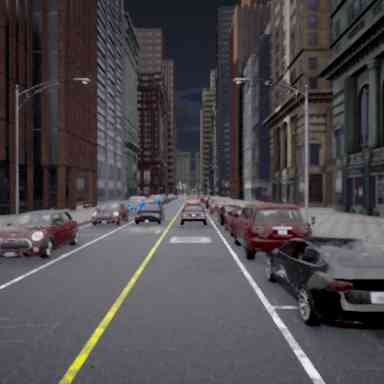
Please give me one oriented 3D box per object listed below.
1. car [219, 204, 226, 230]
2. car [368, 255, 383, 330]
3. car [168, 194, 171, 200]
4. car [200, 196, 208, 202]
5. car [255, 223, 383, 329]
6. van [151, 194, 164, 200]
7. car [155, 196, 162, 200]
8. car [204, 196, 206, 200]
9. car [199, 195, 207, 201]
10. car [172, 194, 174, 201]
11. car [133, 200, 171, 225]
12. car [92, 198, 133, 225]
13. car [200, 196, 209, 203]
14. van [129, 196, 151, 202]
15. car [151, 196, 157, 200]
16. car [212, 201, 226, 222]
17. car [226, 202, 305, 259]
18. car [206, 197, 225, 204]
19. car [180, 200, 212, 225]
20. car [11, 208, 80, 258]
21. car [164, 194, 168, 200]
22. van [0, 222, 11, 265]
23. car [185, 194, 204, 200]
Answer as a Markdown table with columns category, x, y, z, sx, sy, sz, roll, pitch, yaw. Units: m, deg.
| category | x | y | z | sx | sy | sz | roll | pitch | yaw |
| --- | --- | --- | --- | --- | --- | --- | --- | --- | --- |
| car | 2.768 | 1.557 | 18.174 | 1.887 | 1.381 | 4.507 | 0 | 0 | 0 |
| car | 2.760 | 1.441 | 1.264 | 1.967 | 1.590 | 4.097 | 0 | 0 | 0 |
| car | -5.738 | 1.369 | 63.262 | 2.192 | 1.841 | 5.009 | 0 | 0 | 0 |
| car | 2.795 | 1.656 | 80.173 | 1.802 | 1.307 | 4.206 | 0 | 0 | 0 |
| car | 2.763 | 1.571 | 6.901 | 1.947 | 1.339 | 4.313 | 0 | 0 | 0 |
| van | -5.743 | 1.383 | 51.988 | 1.690 | 1.788 | 3.998 | 0 | 0 | 0 |
| car | -5.745 | 1.586 | 46.351 | 2.008 | 1.369 | 4.403 | 0 | 0 | 0 |
| car | 2.780 | 1.601 | 46.354 | 1.947 | 1.339 | 4.313 | 0 | 0 | 0 |
| car | 2.797 | 1.523 | 85.809 | 1.967 | 1.590 | 4.097 | 0 | 0 | 0 |
| car | -5.732 | 1.633 | 74.535 | 1.947 | 1.339 | 4.313 | 0 | 0 | 0 |
| car | -2.991 | 1.565 | 24.806 | 2.033 | 1.411 | 5.357 | 0 | 0 | 0 |
| car | -5.755 | 1.457 | 23.806 | 1.967 | 1.590 | 4.097 | 0 | 0 | 0 |
| car | 2.793 | 1.649 | 74.536 | 1.802 | 1.307 | 4.206 | 0 | 0 | 0 |
| van | -5.750 | 1.366 | 35.079 | 1.690 | 1.788 | 3.998 | 0 | 0 | 0 |
| car | -5.747 | 1.555 | 40.545 | 1.752 | 1.417 | 4.829 | 0 | 0 | 0 |
| car | 2.771 | 1.582 | 23.810 | 1.947 | 1.339 | 4.313 | 0 | 0 | 0 |
| car | 2.765 | 1.324 | 12.538 | 2.192 | 1.841 | 5.009 | 0 | 0 | 0 |
| car | 2.775 | 1.465 | 35.082 | 1.967 | 1.590 | 4.097 | 0 | 0 | 0 |
| car | 0.110 | 1.564 | 24.363 | 2.033 | 1.411 | 5.357 | 0 | 0 | 0 |
| car | -5.760 | 1.449 | 12.532 | 1.967 | 1.590 | 4.097 | 0 | 0 | 0 |
| car | -5.740 | 1.488 | 57.625 | 1.967 | 1.590 | 4.097 | 0 | 0 | 0 |
| van | -5.763 | 1.346 | 6.895 | 1.690 | 1.788 | 3.998 | 0 | 0 | 0 |
| car | 0.120 | 1.384 | 44.260 | 2.097 | 1.767 | 4.553 | 0 | 0 | 0 |
